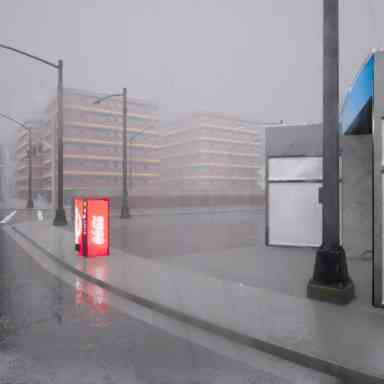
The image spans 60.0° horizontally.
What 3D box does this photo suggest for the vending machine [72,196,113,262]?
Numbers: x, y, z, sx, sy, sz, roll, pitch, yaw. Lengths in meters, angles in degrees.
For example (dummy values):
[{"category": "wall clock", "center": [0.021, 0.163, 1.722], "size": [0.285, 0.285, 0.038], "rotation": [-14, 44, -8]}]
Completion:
[{"category": "vending machine", "center": [-3.388, 1.195, 11.293], "size": [1.100, 2.100, 0.880], "rotation": [0, 0, -36]}]
